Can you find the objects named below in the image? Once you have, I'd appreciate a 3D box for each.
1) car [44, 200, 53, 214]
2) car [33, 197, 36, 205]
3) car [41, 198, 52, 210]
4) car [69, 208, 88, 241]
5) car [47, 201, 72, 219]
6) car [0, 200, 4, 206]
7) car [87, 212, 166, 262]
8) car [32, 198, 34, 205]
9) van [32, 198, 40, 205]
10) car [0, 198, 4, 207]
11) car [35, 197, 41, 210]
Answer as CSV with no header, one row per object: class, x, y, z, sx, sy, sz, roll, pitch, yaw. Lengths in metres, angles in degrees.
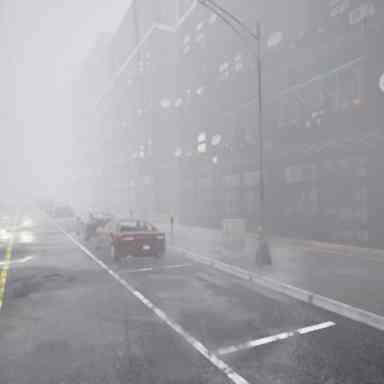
car,-15.114,1.909,37.151,1.887,1.381,4.507,1,-1,-27
car,-27.794,2.102,61.730,1.967,1.590,4.097,1,-1,-27
car,-17.636,1.861,42.076,1.967,1.590,4.097,1,-1,-27
car,-4.995,1.705,17.480,2.008,1.369,4.403,2,-1,-27
car,-12.584,1.854,32.234,1.887,1.381,4.507,1,-1,-27
car,-42.388,2.404,72.942,1.887,1.381,4.507,1,-1,-27
car,-2.465,1.651,12.562,1.887,1.381,4.507,2,-1,-27
car,-32.856,2.375,71.564,1.802,1.307,4.206,1,-1,-27
van,-40.443,2.347,86.324,1.690,1.788,3.998,1,-1,-27
car,-39.854,2.106,68.029,2.192,1.841,5.009,2,-1,-27
car,-22.731,1.853,51.895,2.192,1.841,5.009,1,-1,-27
